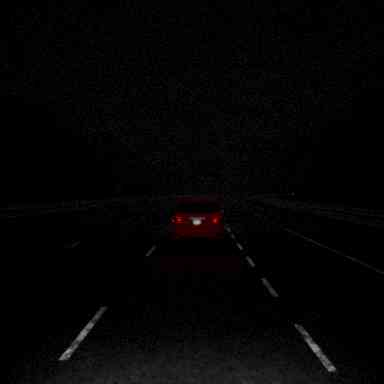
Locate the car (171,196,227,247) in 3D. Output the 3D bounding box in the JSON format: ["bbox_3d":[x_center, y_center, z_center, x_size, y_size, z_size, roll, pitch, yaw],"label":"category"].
[{"bbox_3d":[0.284,1.226,15.172,2.150,2.045,5.566,0,0,2],"label":"car"}]

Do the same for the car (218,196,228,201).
[{"bbox_3d":[7.998,1.638,85.341,2.033,1.411,5.357,0,0,11],"label":"car"}]

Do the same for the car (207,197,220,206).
[{"bbox_3d":[3.799,1.582,58.559,2.033,1.411,5.357,0,0,7],"label":"car"}]

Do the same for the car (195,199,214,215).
[{"bbox_3d":[1.424,1.549,35.341,1.812,1.442,4.674,0,0,4],"label":"car"}]
